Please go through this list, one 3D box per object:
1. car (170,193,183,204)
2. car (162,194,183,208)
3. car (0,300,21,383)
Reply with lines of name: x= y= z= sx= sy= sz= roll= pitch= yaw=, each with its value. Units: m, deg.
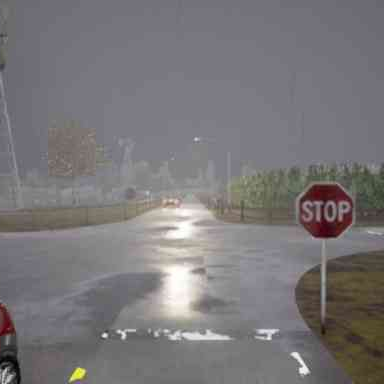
car: x=-2.711 y=1.110 z=59.169 sx=2.097 sy=1.767 sz=4.553 roll=0 pitch=0 yaw=0
car: x=-2.721 y=1.197 z=44.102 sx=2.097 sy=1.767 sz=4.553 roll=0 pitch=0 yaw=0
car: x=-2.749 y=1.335 z=1.384 sx=2.097 sy=1.767 sz=4.553 roll=0 pitch=1 yaw=0
